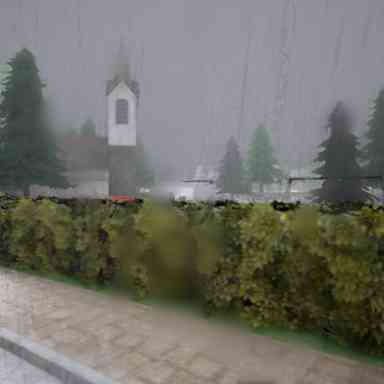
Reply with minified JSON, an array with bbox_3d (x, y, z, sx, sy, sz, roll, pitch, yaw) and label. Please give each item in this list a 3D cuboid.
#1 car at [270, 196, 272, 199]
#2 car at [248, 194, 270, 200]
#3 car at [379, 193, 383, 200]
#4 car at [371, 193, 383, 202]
[{"bbox_3d":[17.401,1.373,82.582,5.027,1.636,2.152,0,0,35],"label":"car"},{"bbox_3d":[15.651,1.382,79.978,4.514,1.523,2.007,0,0,35],"label":"car"},{"bbox_3d":[47.753,1.103,80.273,4.605,1.855,1.932,0,0,35],"label":"car"},{"bbox_3d":[37.017,1.380,65.103,3.633,1.501,1.845,0,0,35],"label":"car"}]
